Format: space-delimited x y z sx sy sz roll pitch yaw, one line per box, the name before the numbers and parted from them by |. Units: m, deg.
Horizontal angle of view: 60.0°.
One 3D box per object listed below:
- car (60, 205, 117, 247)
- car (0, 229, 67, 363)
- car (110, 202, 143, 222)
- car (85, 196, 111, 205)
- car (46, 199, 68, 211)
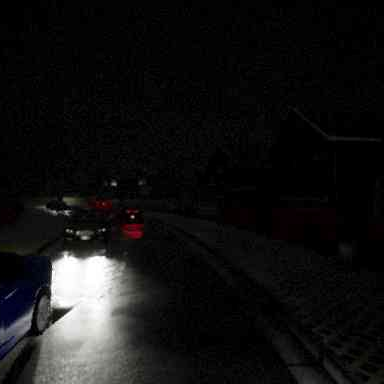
car | -4.808 1.588 15.785 2.128 1.511 4.902 0 0 -12
car | -3.195 1.509 3.823 1.882 1.535 5.008 0 0 -5
car | -5.369 1.657 27.747 1.837 1.490 4.892 0 0 -20
car | -11.520 1.449 40.671 2.150 2.045 5.566 0 0 -30
car | -18.870 1.757 46.435 1.882 1.535 5.008 0 0 -37
